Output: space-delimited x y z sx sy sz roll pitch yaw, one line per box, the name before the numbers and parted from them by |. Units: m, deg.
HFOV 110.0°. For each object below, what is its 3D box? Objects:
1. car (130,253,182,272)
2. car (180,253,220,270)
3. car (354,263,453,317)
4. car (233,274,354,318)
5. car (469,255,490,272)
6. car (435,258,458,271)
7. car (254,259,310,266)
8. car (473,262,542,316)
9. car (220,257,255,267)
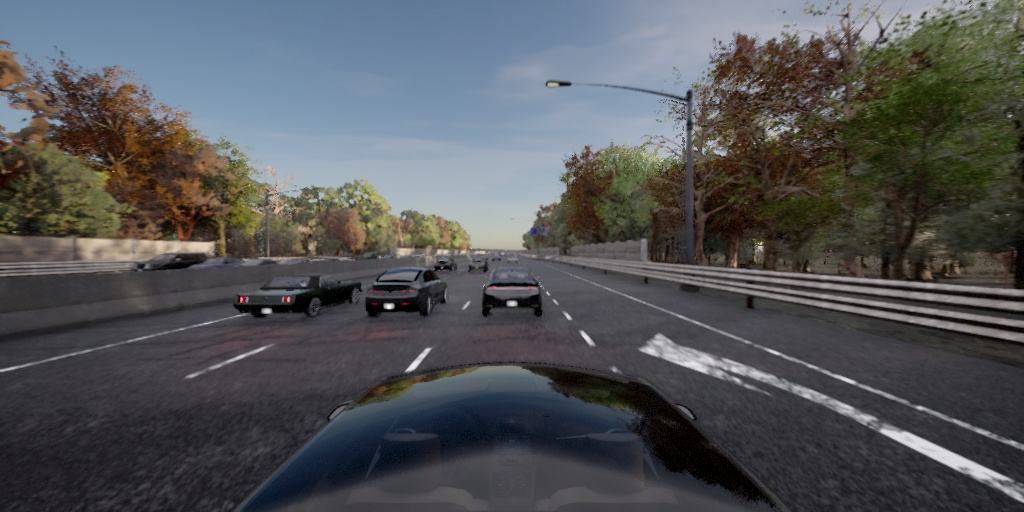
car | -28.033 0.747 29.780 2.150 2.045 5.566 0 0 0
car | -24.534 0.863 30.127 2.097 1.767 4.553 0 1 0
car | -3.490 1.154 12.611 1.837 1.490 4.892 0 1 0
car | -6.985 1.256 12.446 1.895 1.301 4.718 0 1 0
car | -3.450 0.886 37.818 2.128 1.511 4.902 0 1 0
car | -6.949 0.905 38.024 1.837 1.490 4.892 0 1 0
car | -17.550 1.060 28.758 2.033 1.411 5.357 0 1 0
car | 0.010 1.131 12.724 2.128 1.511 4.902 0 1 0
car | -21.037 0.987 29.705 1.882 1.535 5.008 0 0 0
